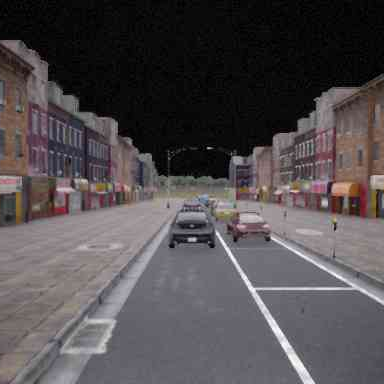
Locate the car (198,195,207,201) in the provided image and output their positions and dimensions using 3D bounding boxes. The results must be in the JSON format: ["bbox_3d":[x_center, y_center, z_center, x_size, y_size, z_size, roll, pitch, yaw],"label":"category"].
[{"bbox_3d":[2.623,1.553,82.328,1.947,1.339,4.313,-1,0,0],"label":"car"}]

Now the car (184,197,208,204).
[{"bbox_3d":[0.001,1.485,29.657,2.128,1.511,4.902,0,0,0],"label":"car"}]

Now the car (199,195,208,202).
[{"bbox_3d":[2.622,1.512,76.965,1.752,1.417,4.829,-1,0,0],"label":"car"}]

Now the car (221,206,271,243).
[{"bbox_3d":[2.623,1.575,15.938,1.802,1.307,4.206,-1,0,0],"label":"car"}]

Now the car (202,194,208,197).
[{"bbox_3d":[3.024,1.513,55.273,1.812,1.442,4.674,0,0,0],"label":"car"}]

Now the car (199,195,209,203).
[{"bbox_3d":[2.620,1.427,71.263,1.967,1.590,4.097,-1,0,0],"label":"car"}]

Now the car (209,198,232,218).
[{"bbox_3d":[2.621,1.516,27.173,1.752,1.417,4.829,-1,0,0],"label":"car"}]

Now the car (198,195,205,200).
[{"bbox_3d":[2.622,1.514,93.562,1.752,1.417,4.829,-1,0,0],"label":"car"}]

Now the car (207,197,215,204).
[{"bbox_3d":[2.622,1.540,32.535,2.008,1.369,4.403,-1,0,0],"label":"car"}]

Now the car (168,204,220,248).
[{"bbox_3d":[0.000,1.511,14.654,1.837,1.490,4.892,0,0,0],"label":"car"}]

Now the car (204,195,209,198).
[{"bbox_3d":[3.024,1.513,48.272,1.812,1.442,4.674,0,0,0],"label":"car"}]

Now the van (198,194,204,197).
[{"bbox_3d":[2.618,1.328,65.730,1.690,1.788,3.998,-1,0,0],"label":"van"}]
